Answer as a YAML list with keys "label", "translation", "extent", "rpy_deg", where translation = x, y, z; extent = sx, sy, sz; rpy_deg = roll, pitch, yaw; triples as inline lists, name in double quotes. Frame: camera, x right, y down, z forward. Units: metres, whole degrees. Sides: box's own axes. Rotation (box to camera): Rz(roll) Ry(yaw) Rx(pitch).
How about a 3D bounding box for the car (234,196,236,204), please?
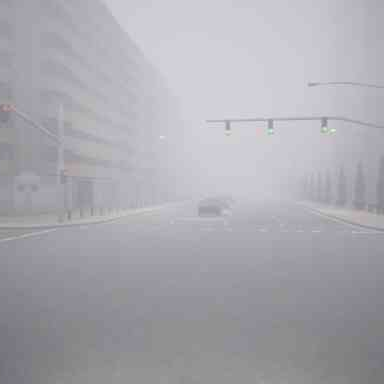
- label: "car"
  translation: [5.326, 0.937, 49.421]
  extent: [2.097, 1.767, 4.553]
  rpy_deg: [0, 0, 10]

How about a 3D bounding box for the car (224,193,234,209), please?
- label: "car"
  translation: [3.455, 1.158, 39.362]
  extent: [2.128, 1.511, 4.902]
  rpy_deg: [0, 0, 11]

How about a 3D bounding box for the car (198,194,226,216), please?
- label: "car"
  translation: [1.734, 1.221, 29.904]
  extent: [1.882, 1.535, 5.008]
  rpy_deg: [0, 0, 10]
